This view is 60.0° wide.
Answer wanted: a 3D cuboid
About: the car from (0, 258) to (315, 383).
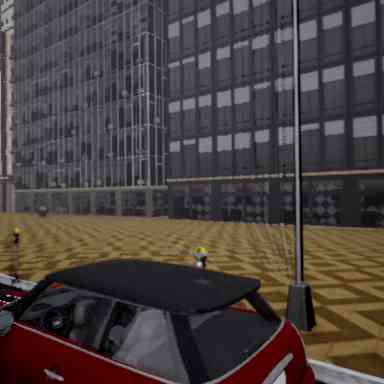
[{"bbox_3d":[-0.950,1.466,3.558,4.097,1.590,1.967,-1,-1,36],"label":"car"}]
